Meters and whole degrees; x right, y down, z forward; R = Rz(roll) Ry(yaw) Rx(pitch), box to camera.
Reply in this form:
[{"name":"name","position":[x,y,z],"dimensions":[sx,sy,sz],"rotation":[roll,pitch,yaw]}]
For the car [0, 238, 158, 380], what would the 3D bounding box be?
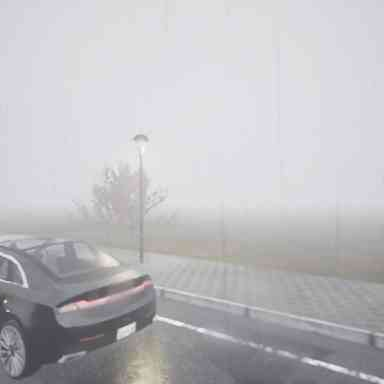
[{"name":"car","position":[-2.780,1.532,5.566],"dimensions":[4.902,1.511,2.128],"rotation":[-1,0,36]}]
